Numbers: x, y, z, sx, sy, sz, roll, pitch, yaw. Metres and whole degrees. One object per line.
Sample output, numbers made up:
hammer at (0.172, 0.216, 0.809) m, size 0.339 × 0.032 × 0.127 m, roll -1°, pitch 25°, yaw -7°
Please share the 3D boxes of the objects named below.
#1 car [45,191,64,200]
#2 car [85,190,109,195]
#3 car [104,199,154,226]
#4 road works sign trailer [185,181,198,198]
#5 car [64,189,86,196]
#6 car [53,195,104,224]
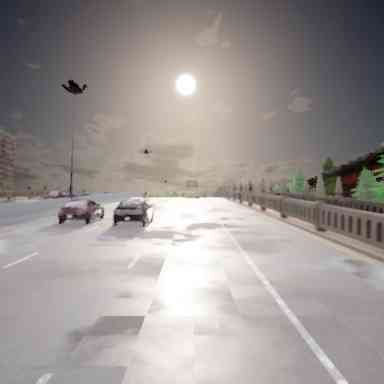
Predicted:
car at (-21.054, 0.513, 51.545) m, size 1.812 × 1.442 × 4.674 m, roll 0°, pitch 1°, yaw 0°
car at (-14.064, 0.486, 50.532) m, size 1.882 × 1.535 × 5.008 m, roll 0°, pitch 1°, yaw 0°
car at (-3.404, 1.140, 19.900) m, size 2.128 × 1.511 × 4.902 m, roll 0°, pitch 1°, yaw 0°
road works sign trailer at (0.003, -0.582, 67.142) m, size 2.380 × 3.560 × 2.880 m, roll 0°, pitch -2°, yaw 2°
car at (-17.557, 0.339, 51.541) m, size 2.097 × 1.767 × 4.553 m, roll 0°, pitch 1°, yaw 0°
car at (-6.903, 1.150, 21.041) m, size 1.812 × 1.442 × 4.674 m, roll 0°, pitch 1°, yaw 0°
